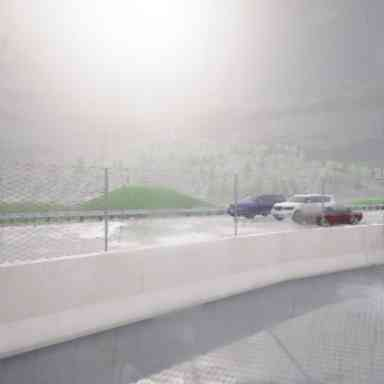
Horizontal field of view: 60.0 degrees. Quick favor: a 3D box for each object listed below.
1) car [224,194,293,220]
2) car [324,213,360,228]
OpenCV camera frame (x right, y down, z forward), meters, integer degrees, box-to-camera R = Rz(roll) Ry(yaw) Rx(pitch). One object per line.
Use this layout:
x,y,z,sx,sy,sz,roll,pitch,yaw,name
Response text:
5.646,1.180,27.959,5.566,2.045,2.150,0,0,-29,car
8.928,1.574,21.784,4.718,1.301,1.895,0,0,-29,car
